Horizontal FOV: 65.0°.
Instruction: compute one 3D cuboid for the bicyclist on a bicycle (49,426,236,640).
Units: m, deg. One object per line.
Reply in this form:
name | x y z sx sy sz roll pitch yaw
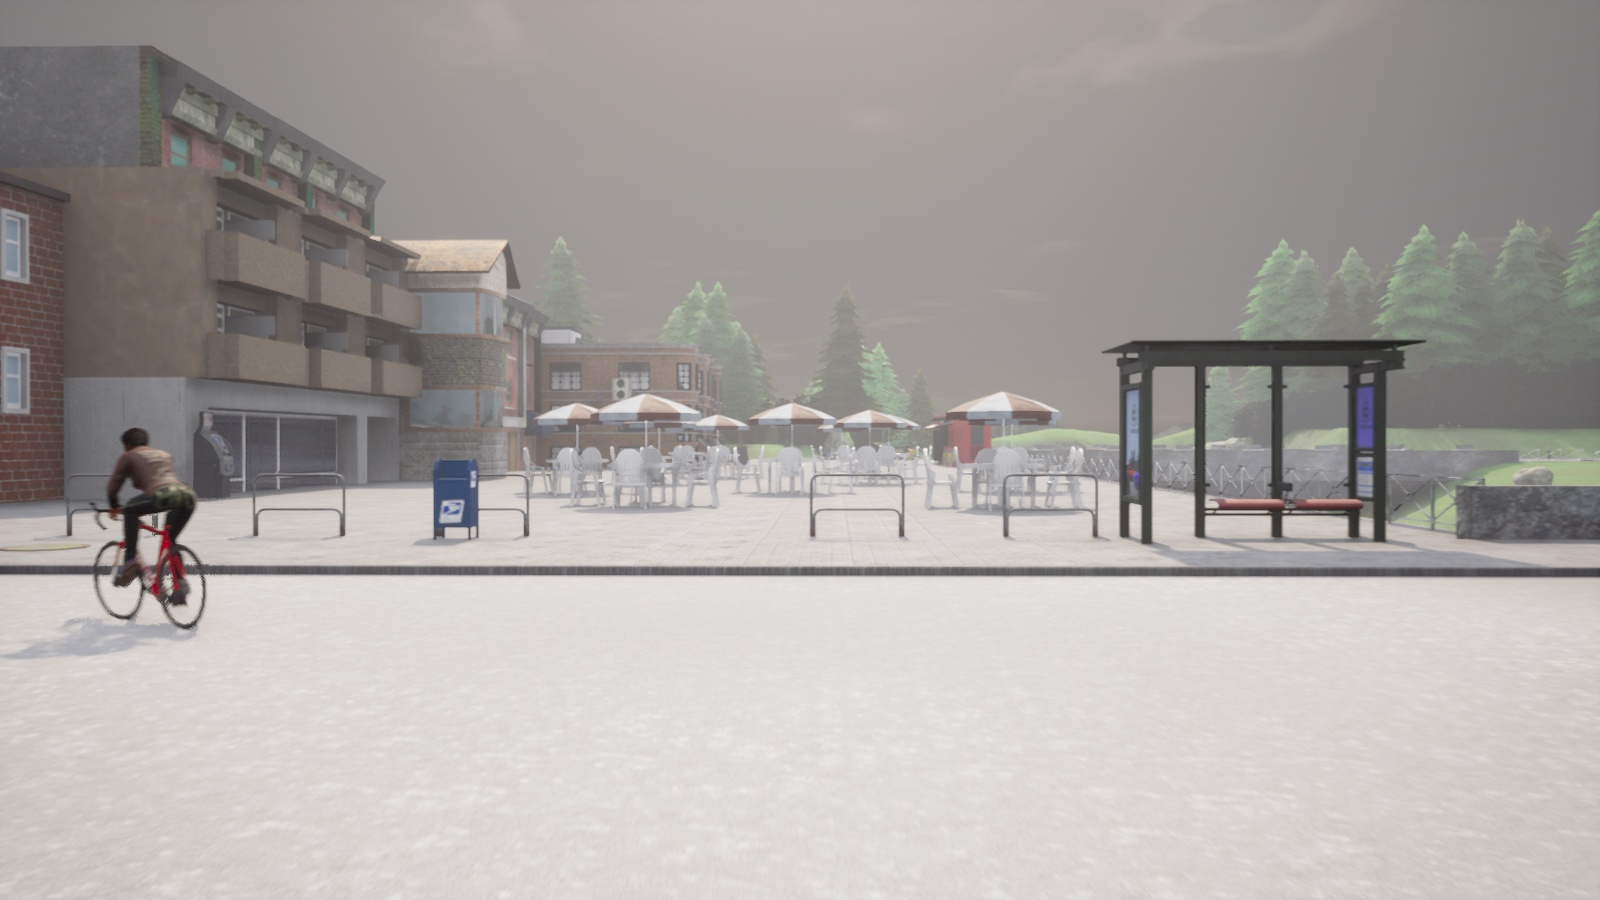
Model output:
bicyclist on a bicycle | -5.381 0.628 10.250 1.656 1.620 0.582 0 2 34
